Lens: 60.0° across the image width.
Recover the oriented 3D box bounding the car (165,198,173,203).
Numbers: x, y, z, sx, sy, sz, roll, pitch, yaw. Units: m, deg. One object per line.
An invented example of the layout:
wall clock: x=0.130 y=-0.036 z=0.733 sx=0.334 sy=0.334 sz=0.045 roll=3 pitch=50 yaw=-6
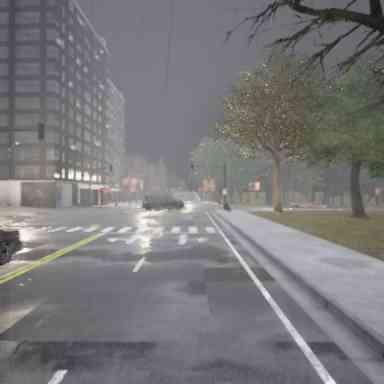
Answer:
car: x=-6.482 y=2.338 z=93.697 sx=1.895 sy=1.301 sz=4.718 roll=0 pitch=-1 yaw=0

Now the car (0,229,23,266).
car: x=-6.566 y=1.544 z=8.779 sx=2.033 sy=1.411 sz=5.357 roll=0 pitch=0 yaw=0

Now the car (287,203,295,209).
car: x=25.436 y=3.396 z=83.151 sx=1.812 sy=1.442 sz=4.674 roll=0 pitch=-3 yaw=45

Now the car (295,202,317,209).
car: x=27.764 y=3.216 z=80.884 sx=2.097 sy=1.767 sz=4.553 roll=0 pitch=-3 yaw=45

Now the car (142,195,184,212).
car: x=-3.505 y=1.385 z=40.807 sx=5.566 sy=2.045 sz=2.150 roll=0 pitch=-1 yaw=-44

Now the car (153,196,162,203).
car: x=-9.732 y=2.098 z=93.731 sx=2.097 sy=1.767 sz=4.553 roll=0 pitch=-1 yaw=0
